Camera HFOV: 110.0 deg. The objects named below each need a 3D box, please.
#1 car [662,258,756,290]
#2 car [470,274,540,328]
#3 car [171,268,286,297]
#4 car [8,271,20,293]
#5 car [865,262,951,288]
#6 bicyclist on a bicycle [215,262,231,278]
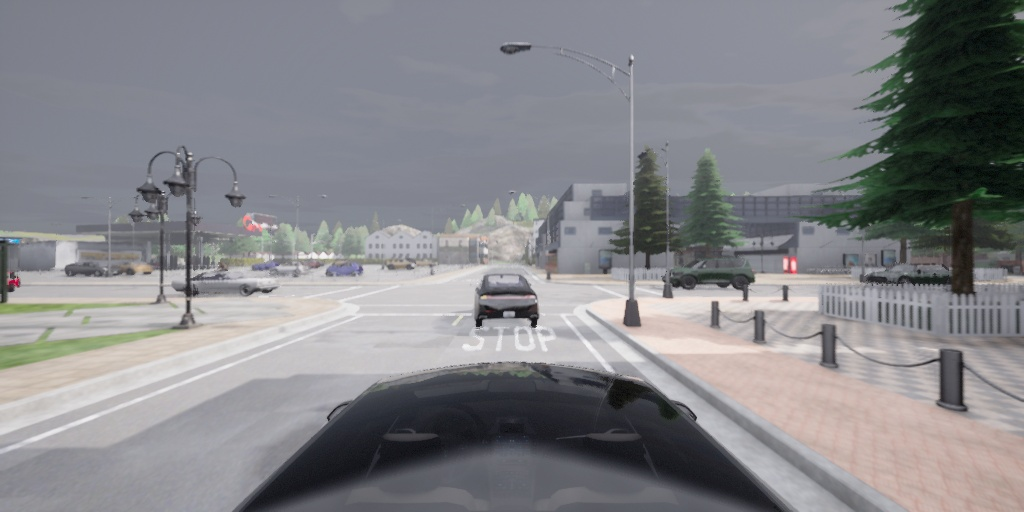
[{"bbox_3d":[12.930,1.155,23.689,5.566,2.045,2.150,0,0,0],"label":"car"},{"bbox_3d":[-0.323,1.319,11.775,2.128,1.511,4.902,0,0,-6],"label":"car"},{"bbox_3d":[-15.528,1.504,19.700,4.718,1.301,1.895,0,0,0],"label":"car"},{"bbox_3d":[-30.719,1.122,19.560,5.566,2.045,2.150,0,0,0],"label":"car"},{"bbox_3d":[26.382,1.287,23.797,4.553,1.767,2.097,0,0,0],"label":"car"},{"bbox_3d":[-21.891,1.261,27.123,0.582,1.620,1.656,0,0,-1],"label":"bicyclist on a bicycle"}]
